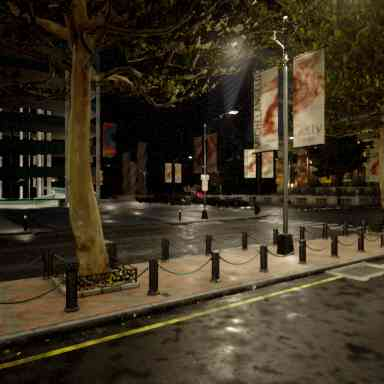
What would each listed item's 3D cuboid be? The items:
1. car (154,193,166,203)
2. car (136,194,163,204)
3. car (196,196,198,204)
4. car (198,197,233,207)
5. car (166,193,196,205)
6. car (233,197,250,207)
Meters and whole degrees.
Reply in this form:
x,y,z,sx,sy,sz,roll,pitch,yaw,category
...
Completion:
x,y,z,sx,sy,sz,roll,pitch,yaw,category
-5.758,1.221,67.985,5.566,2.045,2.150,0,0,45,car
-8.775,1.547,65.828,5.357,1.411,2.033,0,0,43,car
0.951,1.526,59.689,1.812,1.442,4.674,0,0,-36,car
3.472,1.478,50.210,1.882,1.535,5.008,0,0,-35,car
-1.967,1.352,57.725,2.097,1.767,4.553,0,0,-37,car
6.530,1.547,51.960,2.033,1.411,5.357,0,0,-35,car
